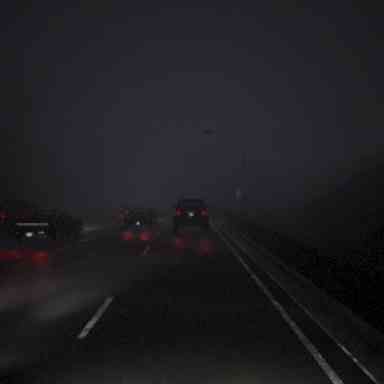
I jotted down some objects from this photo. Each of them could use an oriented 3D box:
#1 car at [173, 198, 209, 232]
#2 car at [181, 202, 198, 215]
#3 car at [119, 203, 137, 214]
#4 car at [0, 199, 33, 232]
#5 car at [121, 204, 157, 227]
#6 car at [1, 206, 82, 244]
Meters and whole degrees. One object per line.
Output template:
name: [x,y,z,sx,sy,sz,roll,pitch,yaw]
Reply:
car: [-0.087,1.413,21.728,2.150,2.045,5.566,0,-1,-1]
car: [-0.323,1.950,39.807,1.895,1.301,4.718,0,-1,-1]
car: [-7.321,1.947,39.649,1.895,1.301,4.718,0,-1,-1]
car: [-10.559,1.390,19.350,2.150,2.045,5.566,0,-1,-1]
car: [-3.621,1.815,24.394,1.895,1.301,4.718,0,-1,-1]
car: [-7.029,1.637,16.719,2.128,1.511,4.902,0,-1,-1]
